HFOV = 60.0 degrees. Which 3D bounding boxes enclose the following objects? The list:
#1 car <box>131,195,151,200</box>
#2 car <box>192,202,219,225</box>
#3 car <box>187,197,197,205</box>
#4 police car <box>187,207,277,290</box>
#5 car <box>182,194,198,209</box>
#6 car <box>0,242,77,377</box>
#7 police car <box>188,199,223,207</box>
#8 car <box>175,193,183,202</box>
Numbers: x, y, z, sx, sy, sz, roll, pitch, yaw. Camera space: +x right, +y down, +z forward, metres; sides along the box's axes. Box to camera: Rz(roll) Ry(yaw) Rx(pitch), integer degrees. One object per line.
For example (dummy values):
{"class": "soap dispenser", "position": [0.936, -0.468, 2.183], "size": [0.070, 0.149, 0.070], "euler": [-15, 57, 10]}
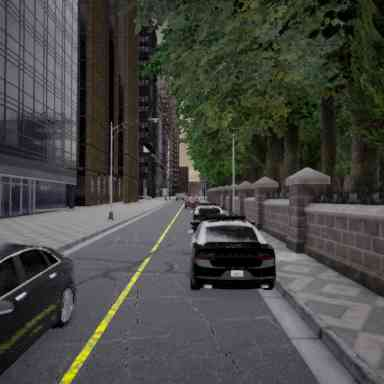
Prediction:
{"class": "car", "position": [-14.574, 1.629, 93.514], "size": [4.403, 1.369, 2.008], "euler": [0, -1, 0]}
{"class": "car", "position": [0.917, 1.542, 25.141], "size": [1.812, 1.442, 4.674], "euler": [0, 0, 0]}
{"class": "car", "position": [0.042, 1.592, 61.385], "size": [1.812, 1.442, 4.674], "euler": [0, 0, 0]}
{"class": "police car", "position": [0.906, 1.432, 9.247], "size": [1.930, 1.638, 5.238], "euler": [0, 0, 0]}
{"class": "car", "position": [0.067, 1.394, 46.631], "size": [2.097, 1.767, 4.553], "euler": [0, 0, 1]}
{"class": "car", "position": [-2.998, 1.508, 4.197], "size": [1.837, 1.490, 4.892], "euler": [0, 0, 0]}
{"class": "police car", "position": [0.913, 1.437, 19.249], "size": [1.930, 1.638, 5.238], "euler": [0, 0, 0]}
{"class": "car", "position": [-2.943, 1.340, 83.420], "size": [2.150, 2.045, 5.566], "euler": [0, -1, 0]}
